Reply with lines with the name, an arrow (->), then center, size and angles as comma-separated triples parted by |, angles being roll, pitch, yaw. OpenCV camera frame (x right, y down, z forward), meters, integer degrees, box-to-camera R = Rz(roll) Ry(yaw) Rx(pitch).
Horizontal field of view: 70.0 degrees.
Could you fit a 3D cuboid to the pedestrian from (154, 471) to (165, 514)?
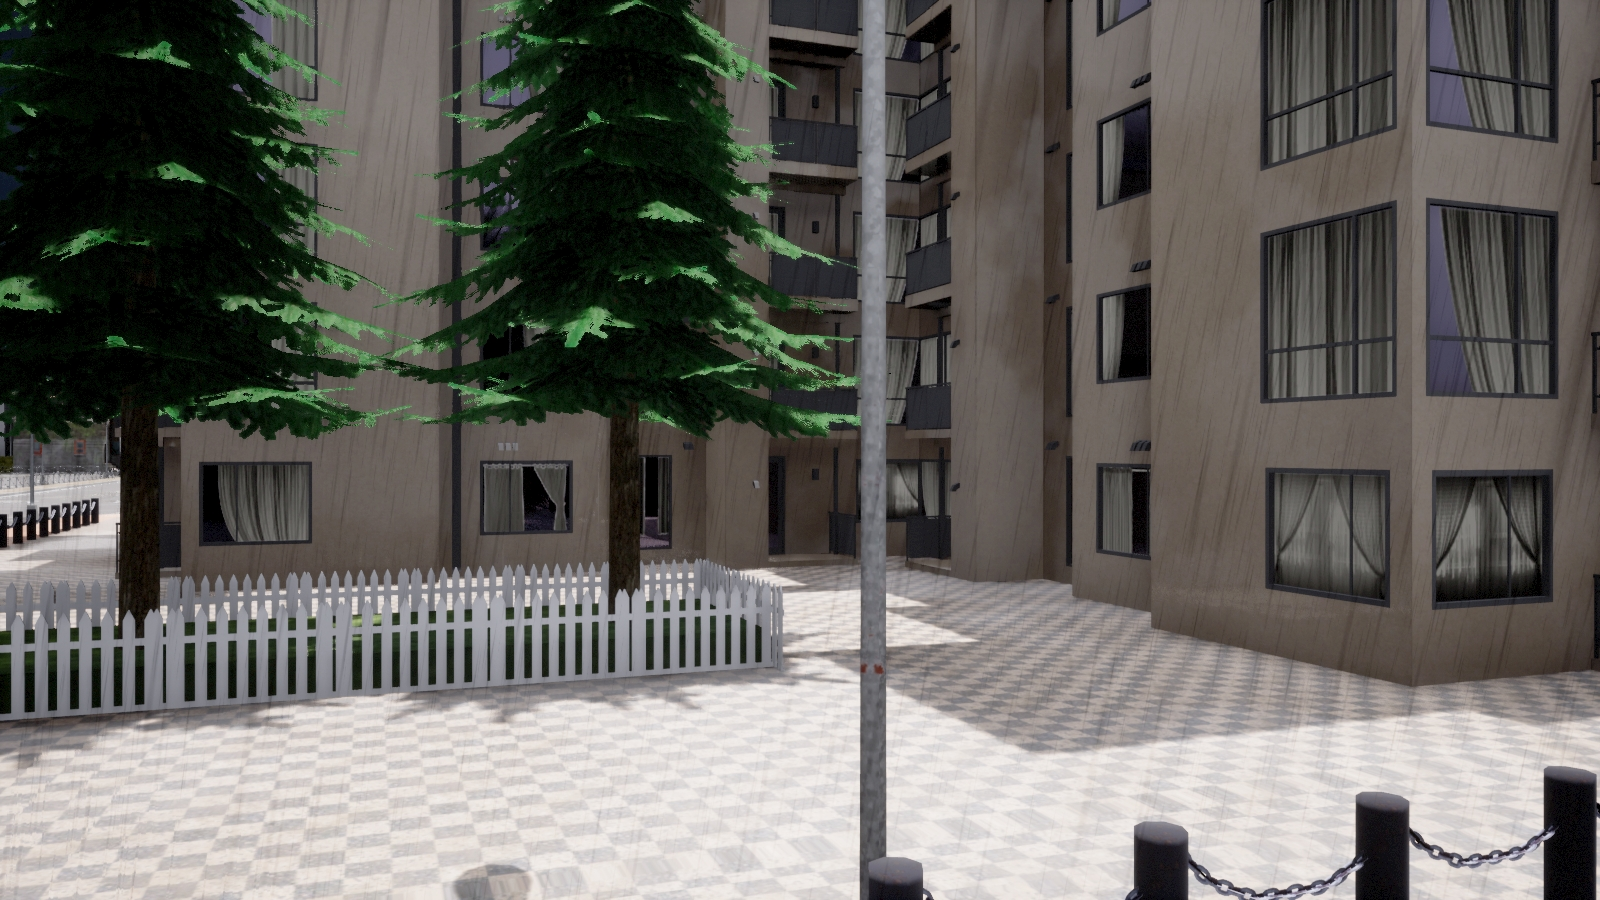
pedestrian -> -27.760, 1.829, 49.495 | 0.375, 1.860, 0.375 | 0, 0, -35
